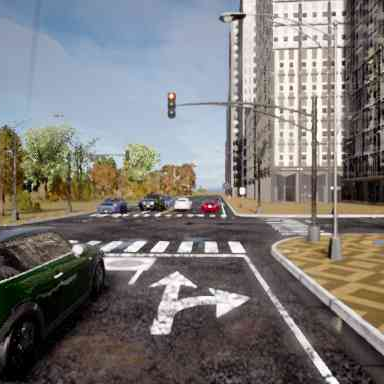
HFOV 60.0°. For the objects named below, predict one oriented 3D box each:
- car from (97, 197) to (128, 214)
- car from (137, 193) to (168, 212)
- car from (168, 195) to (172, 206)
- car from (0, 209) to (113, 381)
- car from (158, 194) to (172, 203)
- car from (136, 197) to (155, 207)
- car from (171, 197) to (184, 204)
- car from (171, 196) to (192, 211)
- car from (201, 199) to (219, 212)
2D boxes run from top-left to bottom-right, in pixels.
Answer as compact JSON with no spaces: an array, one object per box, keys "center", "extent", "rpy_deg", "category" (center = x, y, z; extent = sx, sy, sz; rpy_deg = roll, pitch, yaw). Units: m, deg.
[{"center":[-8.150,1.314,34.532],"extent":[2.097,1.767,4.553],"rpy_deg":[0,0,5],"category":"car"},{"center":[-4.552,1.183,38.797],"extent":[2.150,2.045,5.566],"rpy_deg":[0,0,5],"category":"car"},{"center":[-3.677,1.303,49.825],"extent":[2.097,1.767,4.553],"rpy_deg":[0,0,5],"category":"car"},{"center":[-3.034,1.347,5.655],"extent":[2.097,1.767,4.553],"rpy_deg":[0,0,1],"category":"car"},{"center":[-5.433,1.293,67.858],"extent":[2.097,1.767,4.553],"rpy_deg":[0,0,5],"category":"car"},{"center":[-6.921,1.514,50.036],"extent":[1.994,1.385,4.181],"rpy_deg":[0,0,5],"category":"car"},{"center":[-2.622,1.545,62.746],"extent":[1.895,1.301,4.718],"rpy_deg":[0,0,5],"category":"car"},{"center":[-1.013,1.485,39.770],"extent":[1.812,1.442,4.674],"rpy_deg":[0,0,4],"category":"car"},{"center":[2.100,1.526,37.857],"extent":[1.994,1.385,4.181],"rpy_deg":[0,0,4],"category":"car"}]
